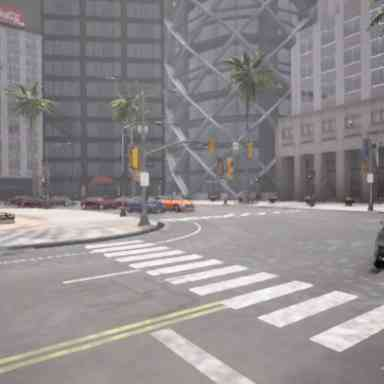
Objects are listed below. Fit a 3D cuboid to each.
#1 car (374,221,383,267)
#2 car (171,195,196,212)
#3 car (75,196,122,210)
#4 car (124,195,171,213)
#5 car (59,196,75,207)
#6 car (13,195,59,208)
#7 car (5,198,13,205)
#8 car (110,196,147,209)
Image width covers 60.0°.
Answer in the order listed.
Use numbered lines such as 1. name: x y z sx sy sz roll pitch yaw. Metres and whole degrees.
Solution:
1. car: 6.832 1.362 10.068 1.837 1.490 4.892 1 2 37
2. car: -1.634 1.094 34.387 2.097 1.767 4.553 -1 1 -40
3. car: -10.938 1.269 38.899 5.008 1.535 1.882 0 1 34
4. car: -4.444 1.136 32.354 2.097 1.767 4.553 -1 1 -40
5. car: -18.272 1.291 46.400 4.902 1.511 2.128 0 0 17
6. car: -20.361 1.443 43.471 4.718 1.301 1.895 0 0 14
7. car: -28.245 1.300 55.053 5.008 1.535 1.882 -1 0 2
8. car: -7.831 1.273 40.881 4.674 1.442 1.812 0 1 37
